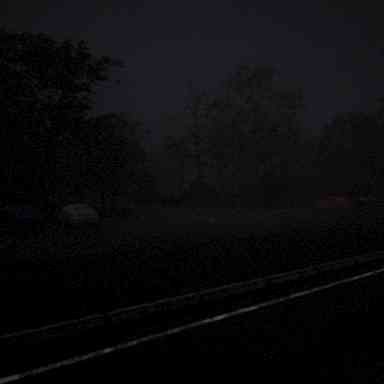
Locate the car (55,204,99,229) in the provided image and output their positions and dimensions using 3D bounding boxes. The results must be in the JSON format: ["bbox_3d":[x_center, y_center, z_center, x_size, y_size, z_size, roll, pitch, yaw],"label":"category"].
[{"bbox_3d":[-7.387,1.467,21.260,2.002,1.452,4.674,0,0,-35],"label":"car"}]

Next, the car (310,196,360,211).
[{"bbox_3d":[15.816,1.316,37.783,2.097,1.535,5.008,0,0,-35],"label":"car"}]

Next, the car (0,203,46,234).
[{"bbox_3d":[-9.957,1.440,19.440,2.097,1.535,5.008,0,0,-35],"label":"car"}]

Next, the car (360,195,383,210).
[{"bbox_3d":[20.346,1.313,41.022,2.097,1.535,5.008,0,0,-35],"label":"car"}]
